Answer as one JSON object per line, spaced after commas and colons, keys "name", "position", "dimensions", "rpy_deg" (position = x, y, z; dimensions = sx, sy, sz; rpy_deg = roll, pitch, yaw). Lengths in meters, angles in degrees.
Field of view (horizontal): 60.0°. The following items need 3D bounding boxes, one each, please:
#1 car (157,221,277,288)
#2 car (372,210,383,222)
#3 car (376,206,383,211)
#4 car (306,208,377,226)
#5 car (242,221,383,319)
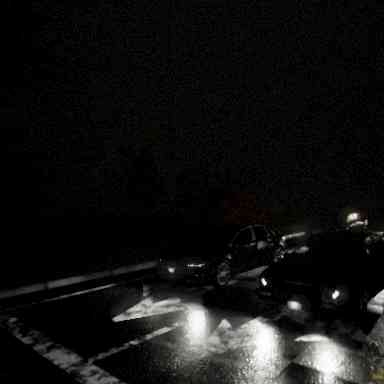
{"name": "car", "position": [1.119, 1.702, 10.041], "dimensions": [1.837, 1.490, 4.892], "rpy_deg": [-2, -1, 42]}
{"name": "car", "position": [10.176, 1.682, 15.153], "dimensions": [2.128, 1.511, 4.902], "rpy_deg": [-2, -2, 42]}
{"name": "car", "position": [14.190, 1.805, 24.359], "dimensions": [1.882, 1.535, 5.008], "rpy_deg": [-2, -2, 42]}
{"name": "car", "position": [7.439, 1.752, 16.971], "dimensions": [2.128, 1.511, 4.902], "rpy_deg": [-2, -2, 42]}
{"name": "car", "position": [3.627, 1.673, 7.968], "dimensions": [2.033, 1.411, 5.357], "rpy_deg": [-2, -2, 42]}
